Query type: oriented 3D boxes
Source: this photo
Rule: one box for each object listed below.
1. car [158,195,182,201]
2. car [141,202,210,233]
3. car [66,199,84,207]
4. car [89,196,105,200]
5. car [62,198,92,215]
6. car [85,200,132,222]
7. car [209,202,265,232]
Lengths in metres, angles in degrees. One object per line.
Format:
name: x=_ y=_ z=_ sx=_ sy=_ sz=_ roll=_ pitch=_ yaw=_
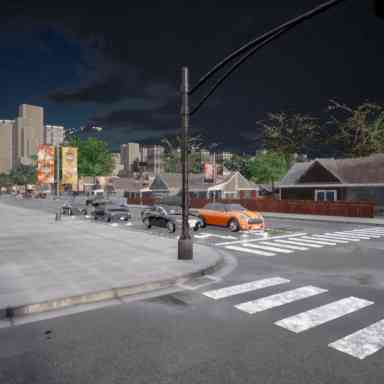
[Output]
car: x=-2.572 y=1.417 z=39.392 sx=2.150 sy=2.045 sz=5.566 roll=0 pitch=0 yaw=-35
car: x=-1.377 y=1.592 z=20.540 sx=2.128 sy=1.511 sz=4.902 roll=0 pitch=0 yaw=-35
car: x=-21.141 y=1.956 z=59.872 sx=1.895 sy=1.301 sz=4.718 roll=0 pitch=0 yaw=-35
car: x=-13.253 y=1.756 z=48.780 sx=1.882 sy=1.535 sz=5.008 roll=0 pitch=0 yaw=-35
car: x=-13.105 y=1.730 z=37.033 sx=1.837 sy=1.490 sz=4.892 roll=0 pitch=0 yaw=-35
car: x=-7.092 y=1.710 z=28.556 sx=2.033 sy=1.411 sz=5.357 roll=0 pitch=0 yaw=-36
car: x=2.366 y=1.440 z=20.911 sx=2.097 sy=1.767 sz=4.553 roll=0 pitch=0 yaw=-36
